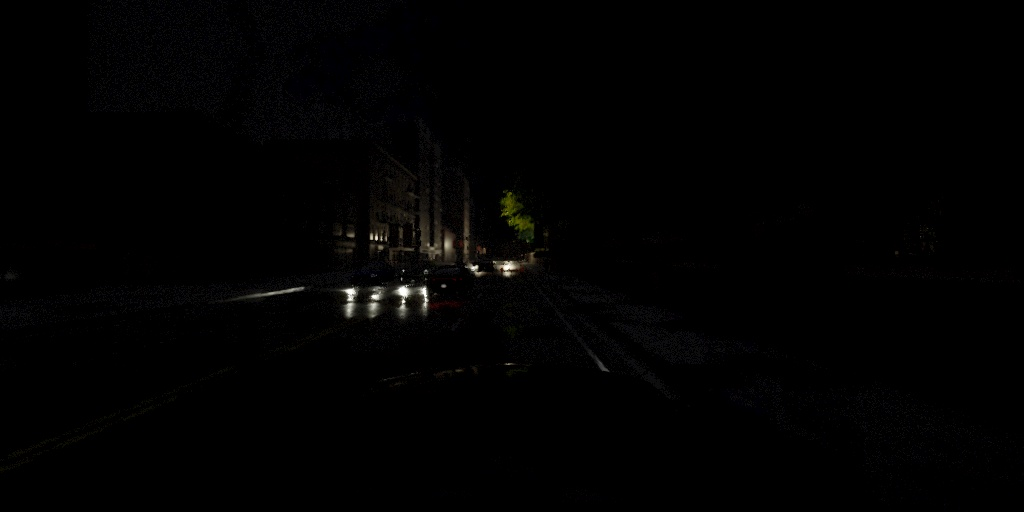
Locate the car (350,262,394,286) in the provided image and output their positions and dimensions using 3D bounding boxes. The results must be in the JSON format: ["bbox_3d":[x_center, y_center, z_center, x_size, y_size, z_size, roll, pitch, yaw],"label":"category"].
[{"bbox_3d":[-9.847,1.231,25.874,1.882,1.535,5.008,0,0,0],"label":"car"}]

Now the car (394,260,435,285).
[{"bbox_3d":[-6.597,1.105,26.097,2.097,1.767,4.553,0,0,0],"label":"car"}]

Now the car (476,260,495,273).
[{"bbox_3d":[-3.154,1.233,44.653,1.882,1.535,5.008,0,0,0],"label":"car"}]

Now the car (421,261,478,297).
[{"bbox_3d":[-3.150,1.230,19.004,1.882,1.535,5.008,0,0,0],"label":"car"}]

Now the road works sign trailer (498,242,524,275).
[{"bbox_3d":[-0.004,0.219,37.657,2.380,3.560,2.880,0,0,0],"label":"road works sign trailer"}]
